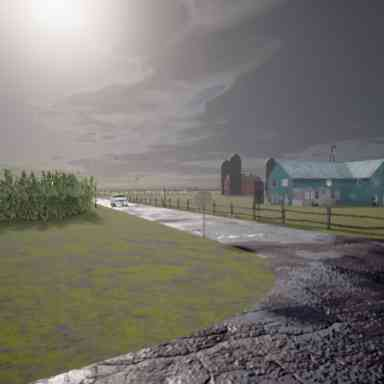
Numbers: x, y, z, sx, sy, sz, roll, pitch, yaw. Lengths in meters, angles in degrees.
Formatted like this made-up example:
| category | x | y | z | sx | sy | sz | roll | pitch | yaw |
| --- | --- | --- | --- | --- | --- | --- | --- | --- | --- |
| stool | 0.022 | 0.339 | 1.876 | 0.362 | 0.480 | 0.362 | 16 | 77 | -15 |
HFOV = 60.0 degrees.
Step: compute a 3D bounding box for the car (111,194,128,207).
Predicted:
| category | x | y | z | sx | sy | sz | roll | pitch | yaw |
| --- | --- | --- | --- | --- | --- | --- | --- | --- | --- |
| car | -11.967 | 1.352 | 54.452 | 2.150 | 2.045 | 5.566 | -1 | 0 | -21 |
